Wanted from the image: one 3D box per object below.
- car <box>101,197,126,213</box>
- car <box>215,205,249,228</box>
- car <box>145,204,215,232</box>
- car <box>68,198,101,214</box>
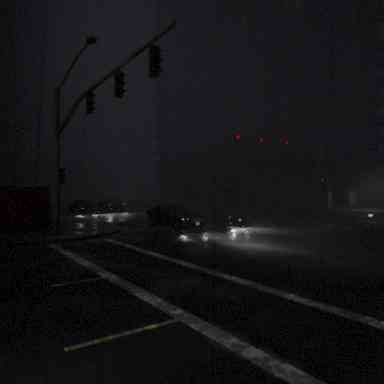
[{"bbox_3d":[-9.118,1.342,37.418,2.097,1.767,4.553,0,0,-36],"label":"car"},{"bbox_3d":[1.809,1.555,22.267,1.994,1.385,4.181,0,0,-36],"label":"car"},{"bbox_3d":[-1.108,1.485,20.329,2.128,1.511,4.902,0,0,-36],"label":"car"},{"bbox_3d":[-11.546,1.497,34.796,1.837,1.490,4.892,0,0,-36],"label":"car"}]
